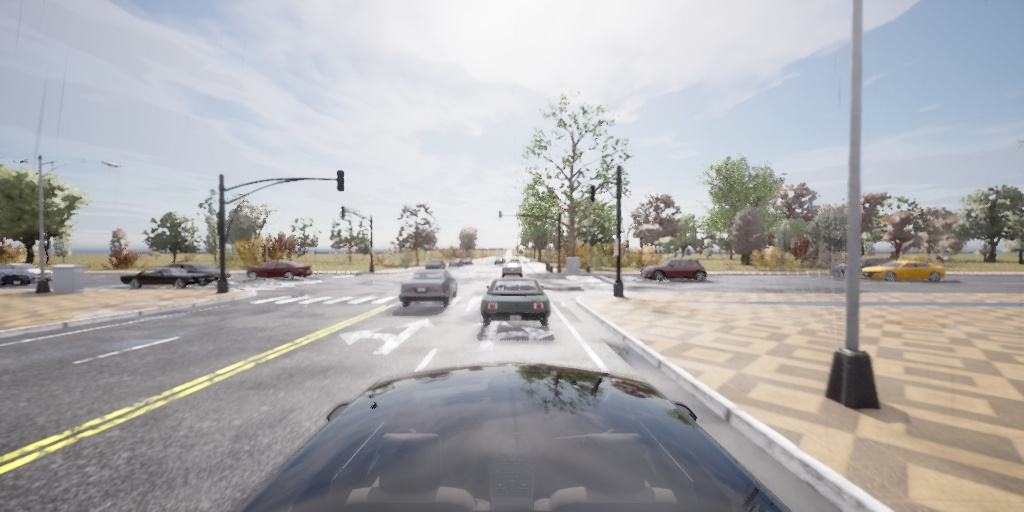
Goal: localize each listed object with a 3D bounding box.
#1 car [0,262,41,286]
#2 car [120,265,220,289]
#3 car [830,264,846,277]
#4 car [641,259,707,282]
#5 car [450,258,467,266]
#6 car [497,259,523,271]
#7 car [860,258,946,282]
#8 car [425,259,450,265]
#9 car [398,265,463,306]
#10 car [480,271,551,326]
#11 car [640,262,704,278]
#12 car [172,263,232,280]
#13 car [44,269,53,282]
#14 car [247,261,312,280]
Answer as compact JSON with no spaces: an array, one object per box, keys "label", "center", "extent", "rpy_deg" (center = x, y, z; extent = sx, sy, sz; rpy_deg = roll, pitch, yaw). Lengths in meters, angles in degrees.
[{"label":"car","center":[-34.886,1.171,23.748],"extent":[4.553,1.767,2.097],"rpy_deg":[0,1,3]},{"label":"car","center":[-22.138,1.410,23.189],"extent":[4.718,1.301,1.895],"rpy_deg":[0,1,3]},{"label":"car","center":[29.703,0.945,30.212],"extent":[4.553,1.767,2.097],"rpy_deg":[0,1,3]},{"label":"car","center":[12.456,1.018,27.776],"extent":[4.553,1.767,2.097],"rpy_deg":[0,1,3]},{"label":"car","center":[-9.453,1.122,60.430],"extent":[2.128,1.511,4.902],"rpy_deg":[0,0,2]},{"label":"car","center":[0.022,1.216,32.724],"extent":[2.033,1.411,5.357],"rpy_deg":[0,0,0]},{"label":"car","center":[29.290,1.125,26.981],"extent":[5.008,1.535,1.882],"rpy_deg":[0,1,3]},{"label":"car","center":[-9.742,1.143,45.919],"extent":[1.882,1.535,5.008],"rpy_deg":[0,0,1]},{"label":"car","center":[-3.430,1.287,15.479],"extent":[2.033,1.411,5.357],"rpy_deg":[0,0,-3]},{"label":"car","center":[0.099,1.335,11.561],"extent":[1.895,1.301,4.718],"rpy_deg":[0,0,0]},{"label":"car","center":[13.745,1.210,30.971],"extent":[4.718,1.301,1.895],"rpy_deg":[0,1,2]},{"label":"car","center":[-23.452,1.260,26.502],"extent":[4.892,1.490,1.837],"rpy_deg":[0,1,3]},{"label":"car","center":[-37.406,1.293,27.118],"extent":[4.674,1.442,1.812],"rpy_deg":[0,1,3]},{"label":"car","center":[-19.281,1.171,29.775],"extent":[5.008,1.535,1.882],"rpy_deg":[0,1,4]}]
